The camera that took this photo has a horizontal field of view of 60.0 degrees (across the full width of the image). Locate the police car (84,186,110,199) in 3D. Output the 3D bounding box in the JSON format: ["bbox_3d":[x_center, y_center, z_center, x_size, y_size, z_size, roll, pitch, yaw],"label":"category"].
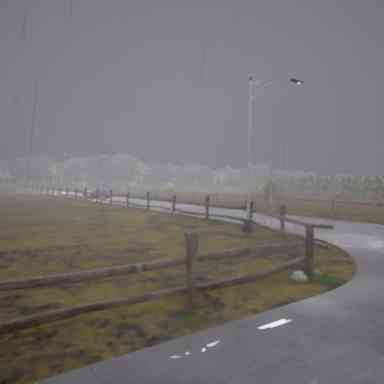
[{"bbox_3d":[-12.137,0.071,42.403,2.038,1.542,4.974,-1,2,-36],"label":"police car"}]
